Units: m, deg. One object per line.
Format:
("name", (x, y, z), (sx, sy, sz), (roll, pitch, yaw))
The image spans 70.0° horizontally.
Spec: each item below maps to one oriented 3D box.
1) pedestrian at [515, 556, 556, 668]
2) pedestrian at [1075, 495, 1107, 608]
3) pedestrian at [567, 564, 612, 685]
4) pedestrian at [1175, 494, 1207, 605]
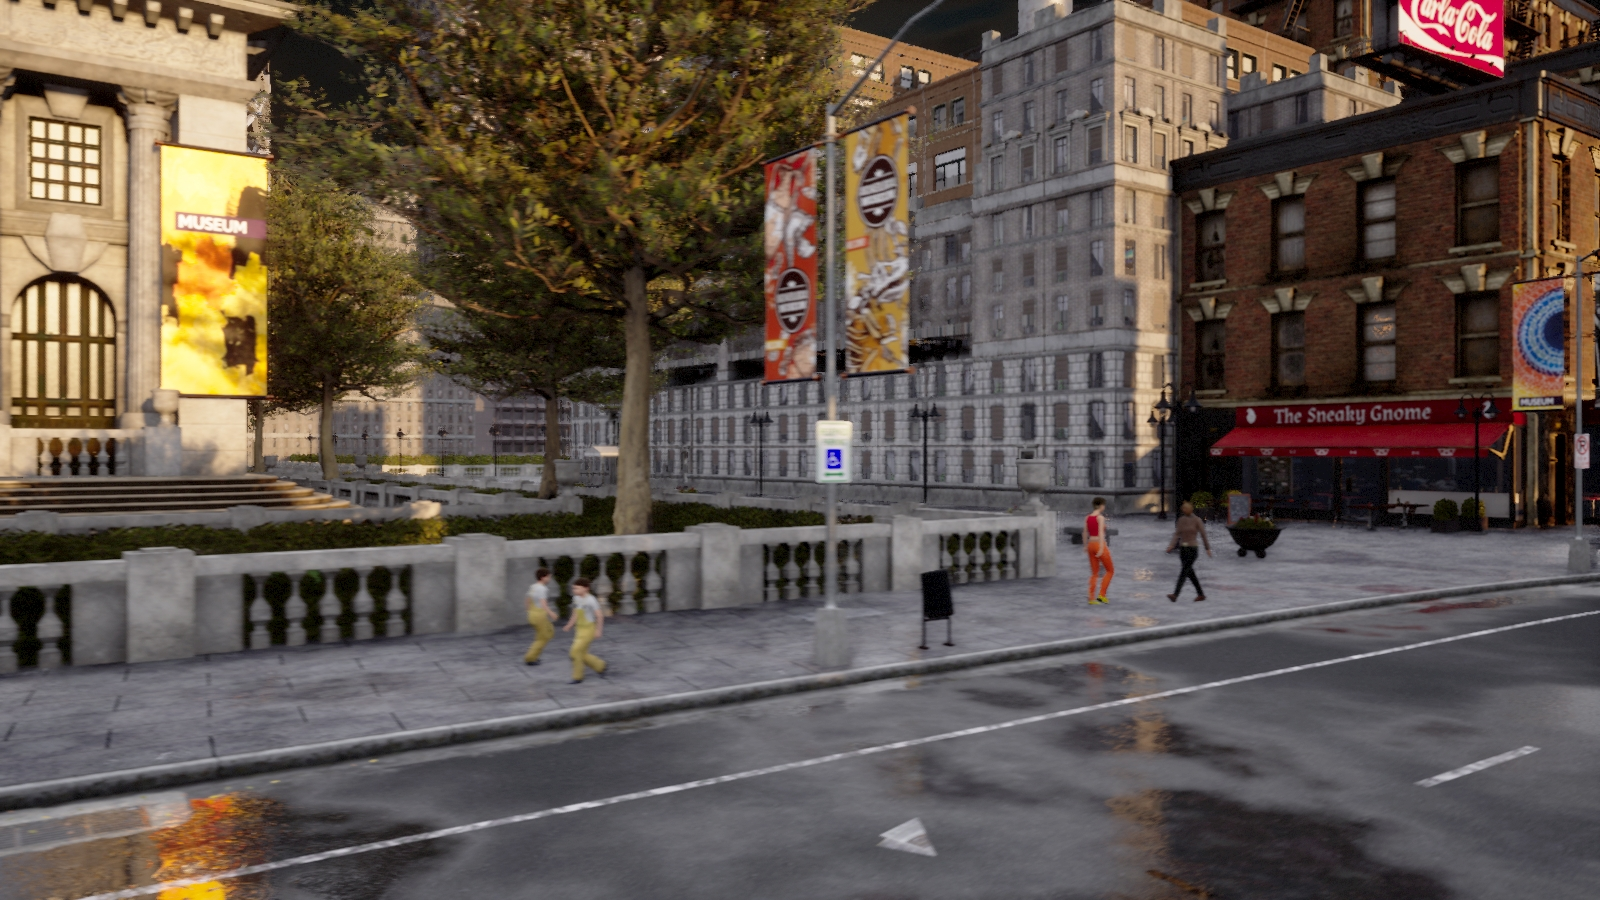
("pedestrian", (-3.253, 1.976, 14.050), (0.375, 1.300, 0.375), (0, 0, -35))
("pedestrian", (4.909, 1.697, 19.268), (0.375, 1.860, 0.375), (0, 0, -32))
("pedestrian", (-2.406, 1.978, 13.065), (0.375, 1.300, 0.375), (0, 0, -39))
("pedestrian", (6.696, 1.696, 19.565), (0.375, 1.860, 0.375), (0, 0, -36))
